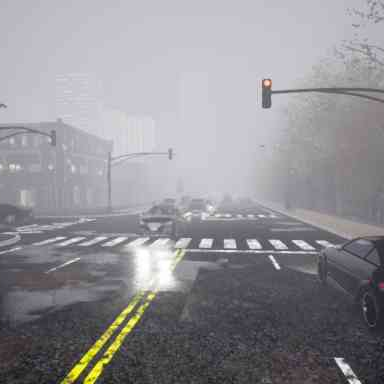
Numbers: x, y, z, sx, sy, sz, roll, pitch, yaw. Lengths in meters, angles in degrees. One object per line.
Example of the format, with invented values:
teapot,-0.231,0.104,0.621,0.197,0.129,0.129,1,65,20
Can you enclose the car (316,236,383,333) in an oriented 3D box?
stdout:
car,3.952,1.562,6.692,1.994,1.385,4.181,0,0,6

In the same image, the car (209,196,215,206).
car,2.338,1.582,54.807,1.895,1.301,4.718,0,0,6

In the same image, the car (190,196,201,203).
car,0.852,1.521,70.713,1.994,1.385,4.181,0,0,6

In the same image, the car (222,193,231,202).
car,8.345,1.193,79.706,2.150,2.045,5.566,0,0,6

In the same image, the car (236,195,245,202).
car,11.527,1.521,78.909,1.994,1.385,4.181,0,0,6

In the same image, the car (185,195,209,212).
car,0.665,1.466,39.146,1.882,1.535,5.008,0,0,6

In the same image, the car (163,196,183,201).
car,-2.601,1.492,39.201,1.837,1.490,4.892,0,0,6

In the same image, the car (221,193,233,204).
car,6.460,1.483,61.024,1.837,1.490,4.892,0,0,6

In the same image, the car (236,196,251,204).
car,9.663,1.470,60.407,2.128,1.511,4.902,0,0,6

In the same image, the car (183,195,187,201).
car,-0.889,1.333,55.175,2.097,1.767,4.553,0,0,6

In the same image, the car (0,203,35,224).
car,-15.039,1.642,26.274,5.008,1.535,1.882,-1,1,6

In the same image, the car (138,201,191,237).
car,-1.556,1.488,18.263,2.128,1.511,4.902,0,0,6
